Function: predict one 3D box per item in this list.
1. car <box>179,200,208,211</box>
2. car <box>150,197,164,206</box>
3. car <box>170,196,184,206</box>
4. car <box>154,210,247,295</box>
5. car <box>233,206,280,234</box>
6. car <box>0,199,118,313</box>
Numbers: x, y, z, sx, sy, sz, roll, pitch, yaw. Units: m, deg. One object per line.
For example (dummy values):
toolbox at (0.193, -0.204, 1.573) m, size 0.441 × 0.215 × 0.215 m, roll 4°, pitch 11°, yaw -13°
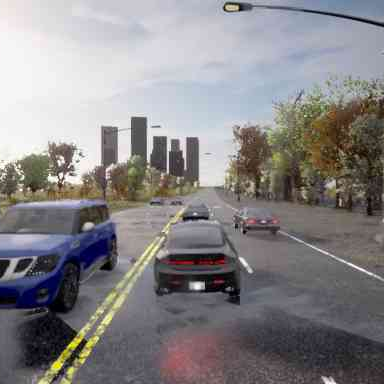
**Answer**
car at (0.296, 1.531, 26.000) m, size 1.994 × 1.385 × 4.181 m, roll -1°, pitch 1°, yaw 2°
car at (-5.634, 1.466, 54.084) m, size 2.033 × 1.411 × 5.357 m, roll 0°, pitch 0°, yaw 2°
car at (-2.387, 1.451, 53.959) m, size 1.837 × 1.490 × 4.892 m, roll 0°, pitch 0°, yaw 2°
car at (0.120, 1.493, 8.714) m, size 1.837 × 1.490 × 4.892 m, roll -1°, pitch 1°, yaw 1°
car at (3.502, 1.526, 18.867) m, size 2.033 × 1.411 × 5.357 m, roll 0°, pitch 0°, yaw 0°
car at (-3.323, 1.222, 7.993) m, size 2.150 × 2.045 × 5.566 m, roll 0°, pitch 0°, yaw 0°
